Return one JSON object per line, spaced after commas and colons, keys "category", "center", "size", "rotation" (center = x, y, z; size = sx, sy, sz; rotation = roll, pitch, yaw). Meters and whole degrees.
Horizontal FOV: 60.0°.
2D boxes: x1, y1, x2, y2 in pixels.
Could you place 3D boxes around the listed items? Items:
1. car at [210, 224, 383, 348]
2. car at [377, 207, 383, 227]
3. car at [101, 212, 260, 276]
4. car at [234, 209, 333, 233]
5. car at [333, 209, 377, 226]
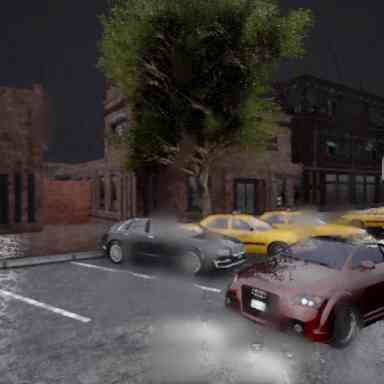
{"category": "car", "center": [2.647, 1.562, 6.299], "size": [4.181, 1.385, 1.994], "rotation": [0, 0, -35]}
{"category": "car", "center": [11.355, 1.469, 19.137], "size": [5.366, 1.575, 1.946], "rotation": [-1, 0, 34]}
{"category": "car", "center": [-0.710, 1.485, 10.304], "size": [4.892, 1.521, 2.231], "rotation": [-1, -1, 35]}
{"category": "car", "center": [1.891, 1.477, 11.935], "size": [5.366, 1.575, 1.946], "rotation": [-1, -1, 35]}
{"category": "car", "center": [4.334, 1.476, 13.680], "size": [5.366, 1.575, 1.946], "rotation": [-1, -1, 34]}
